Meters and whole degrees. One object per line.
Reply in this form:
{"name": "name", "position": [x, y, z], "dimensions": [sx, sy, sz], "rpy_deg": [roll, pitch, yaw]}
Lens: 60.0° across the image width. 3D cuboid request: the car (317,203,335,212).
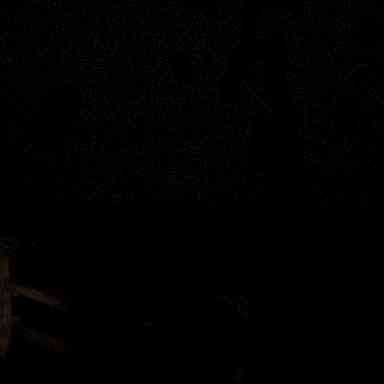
{"name": "car", "position": [22.074, 2.521, 54.750], "dimensions": [1.882, 1.535, 5.008], "rpy_deg": [-1, -2, 35]}
